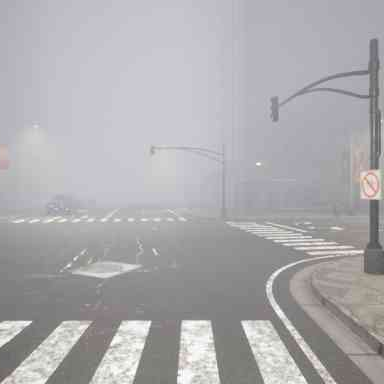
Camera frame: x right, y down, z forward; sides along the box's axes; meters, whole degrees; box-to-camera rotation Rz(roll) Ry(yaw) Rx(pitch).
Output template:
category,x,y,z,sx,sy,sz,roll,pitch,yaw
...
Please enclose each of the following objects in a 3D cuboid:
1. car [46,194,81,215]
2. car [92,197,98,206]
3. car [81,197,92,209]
category,x,y,z,sx,sy,sz,roll,pitch,yaw
car,-13.306,1.239,34.212,2.150,2.045,5.566,0,0,-9
car,-16.518,1.516,54.104,1.882,1.535,5.008,0,0,-9
car,-14.914,1.591,44.072,1.994,1.385,4.181,0,0,-10
